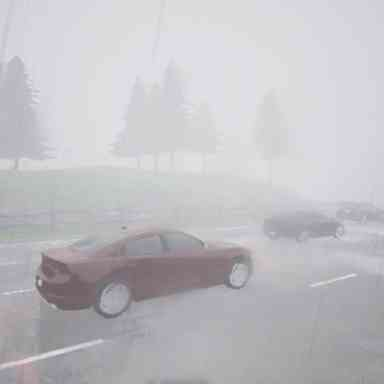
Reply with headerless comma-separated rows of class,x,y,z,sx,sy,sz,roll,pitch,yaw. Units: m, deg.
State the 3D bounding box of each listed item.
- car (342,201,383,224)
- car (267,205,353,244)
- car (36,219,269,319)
car,13.374,1.511,26.230,4.553,1.767,2.097,1,0,-36
car,5.579,1.591,16.334,4.892,1.490,1.837,0,0,-36
car,-0.751,1.499,7.512,5.008,1.535,1.882,0,0,-36
